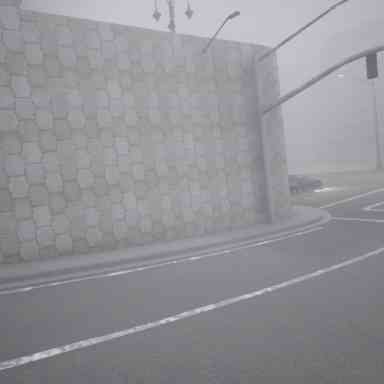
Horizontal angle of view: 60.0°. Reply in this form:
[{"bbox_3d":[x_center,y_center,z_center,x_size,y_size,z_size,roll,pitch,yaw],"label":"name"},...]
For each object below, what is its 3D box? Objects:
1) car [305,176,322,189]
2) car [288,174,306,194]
[{"bbox_3d":[9.626,-0.901,30.396,1.994,1.385,4.181,-10,6,-34],"label":"car"},{"bbox_3d":[6.805,-0.598,28.334,2.097,1.767,4.553,-10,6,-35],"label":"car"}]
